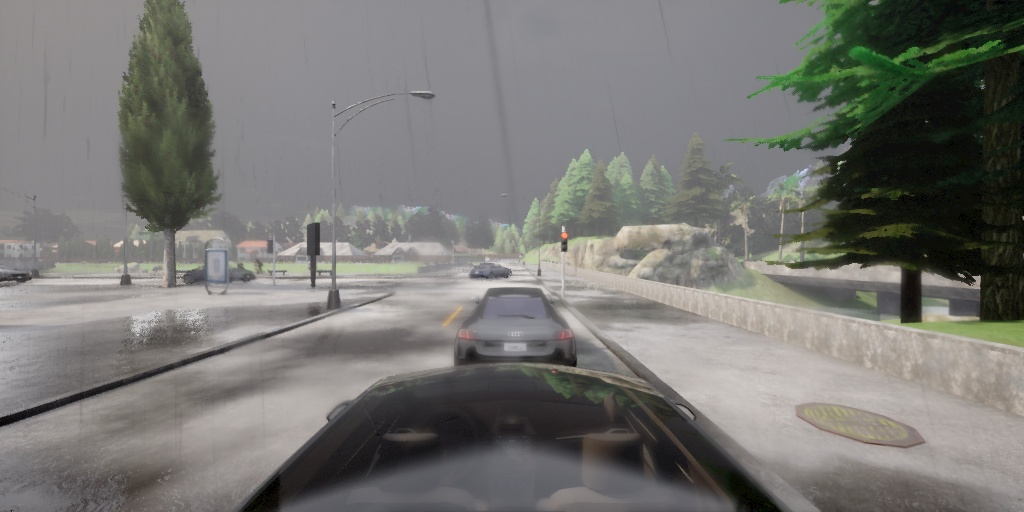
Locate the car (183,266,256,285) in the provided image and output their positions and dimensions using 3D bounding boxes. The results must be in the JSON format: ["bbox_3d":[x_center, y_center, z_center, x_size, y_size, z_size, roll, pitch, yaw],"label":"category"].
[{"bbox_3d":[-20.896,1.313,25.722,4.181,1.385,1.994,0,0,0],"label":"car"}]

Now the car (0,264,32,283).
[{"bbox_3d":[-37.728,1.253,25.729,4.892,1.490,1.837,1,0,0],"label":"car"}]

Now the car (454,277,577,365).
[{"bbox_3d":[0.064,1.314,7.295,1.994,1.385,4.181,0,0,0],"label":"car"}]

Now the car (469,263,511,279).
[{"bbox_3d":[-1.810,1.314,31.150,1.994,1.385,4.181,0,0,34],"label":"car"}]

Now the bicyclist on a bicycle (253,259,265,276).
[{"bbox_3d":[-24.099,1.099,34.120,0.582,1.620,1.656,0,0,0],"label":"bicyclist on a bicycle"}]
